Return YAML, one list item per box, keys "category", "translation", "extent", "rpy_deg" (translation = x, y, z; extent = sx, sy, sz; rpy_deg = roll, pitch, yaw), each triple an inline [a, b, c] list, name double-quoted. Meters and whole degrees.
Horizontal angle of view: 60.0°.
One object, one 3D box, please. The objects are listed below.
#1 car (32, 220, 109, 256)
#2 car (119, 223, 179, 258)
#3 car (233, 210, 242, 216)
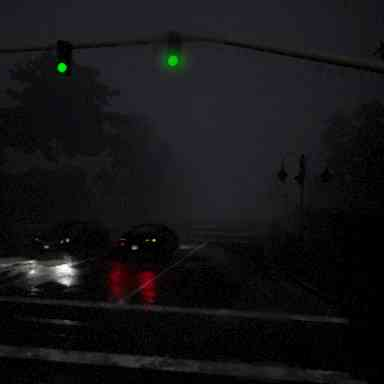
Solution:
- category: "car"
  translation: [-5.525, 2.071, 15.886]
  extent: [1.812, 1.442, 4.674]
  rpy_deg: [1, -2, 10]
- category: "car"
  translation: [-1.911, 2.180, 15.730]
  extent: [1.812, 1.442, 4.674]
  rpy_deg: [1, -3, 11]
- category: "car"
  translation: [12.093, 5.707, 89.662]
  extent: [1.994, 1.385, 4.181]
  rpy_deg: [1, -2, 11]
